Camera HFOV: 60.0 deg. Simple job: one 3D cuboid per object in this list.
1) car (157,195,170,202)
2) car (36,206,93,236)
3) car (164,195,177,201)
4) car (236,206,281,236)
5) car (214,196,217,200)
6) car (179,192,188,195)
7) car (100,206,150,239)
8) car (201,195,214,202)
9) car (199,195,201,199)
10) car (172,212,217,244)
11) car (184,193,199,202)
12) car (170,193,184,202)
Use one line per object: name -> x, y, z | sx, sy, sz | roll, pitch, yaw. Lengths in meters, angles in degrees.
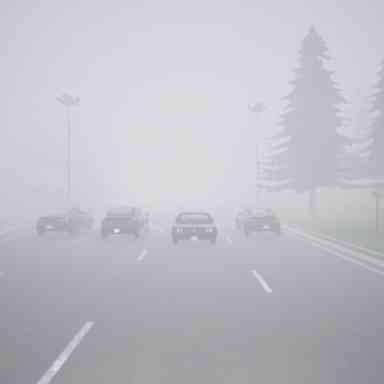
car -> -6.959, 1.465, 77.679 | 1.837, 1.490, 4.892 | 0, 0, 2
car -> -6.910, 1.518, 18.384 | 1.812, 1.442, 4.674 | 0, 0, 0
car -> -5.620, 1.482, 87.762 | 1.812, 1.442, 4.674 | 0, 0, 17
car -> 3.590, 1.518, 18.382 | 1.812, 1.442, 4.674 | 0, 0, 0
car -> 4.997, 1.456, 86.874 | 2.033, 1.411, 5.357 | 0, 0, 17
car -> -2.024, 1.041, 87.742 | 2.150, 2.045, 5.566 | 0, 0, 17
car -> -3.399, 1.497, 17.433 | 1.837, 1.490, 4.892 | 0, 0, 0
car -> 3.523, 1.443, 76.596 | 1.882, 1.535, 5.008 | 0, 0, 2
car -> 1.371, 1.360, 86.895 | 2.033, 1.411, 5.357 | 0, 0, 17
car -> 0.102, 1.594, 15.779 | 1.895, 1.301, 4.718 | 0, 0, 0
car -> 0.023, 1.491, 76.597 | 2.128, 1.511, 4.902 | 0, 0, 2
car -> -3.457, 1.562, 77.801 | 1.895, 1.301, 4.718 | 0, 0, 2
